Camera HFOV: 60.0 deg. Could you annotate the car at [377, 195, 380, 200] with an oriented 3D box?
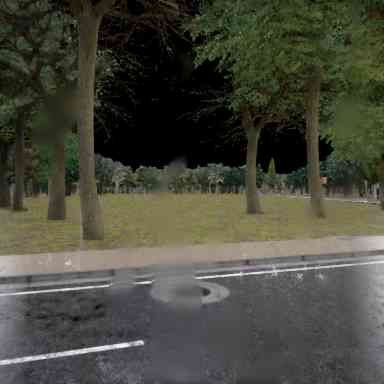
[{"bbox_3d":[45.466,1.254,79.931,1.994,1.385,4.181,0,0,5],"label":"car"}]
